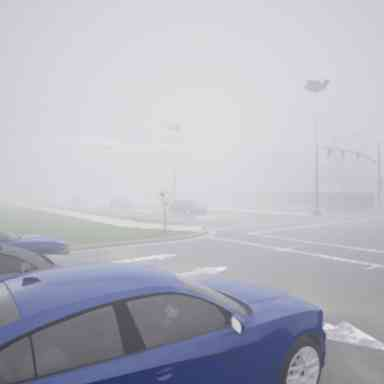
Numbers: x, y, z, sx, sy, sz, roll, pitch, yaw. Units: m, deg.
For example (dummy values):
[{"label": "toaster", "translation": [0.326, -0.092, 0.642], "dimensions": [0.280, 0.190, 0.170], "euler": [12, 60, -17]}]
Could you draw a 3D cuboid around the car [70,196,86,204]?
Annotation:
[{"label": "car", "translation": [-20.995, 1.468, 60.941], "dimensions": [2.128, 1.511, 4.902], "euler": [0, 0, -36]}]

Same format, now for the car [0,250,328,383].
[{"label": "car", "translation": [-0.679, 1.476, 3.278], "dimensions": [5.008, 1.535, 1.882], "euler": [0, 0, -35]}]

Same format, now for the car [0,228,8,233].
[{"label": "car", "translation": [-5.669, 1.477, 8.323], "dimensions": [5.008, 1.535, 1.882], "euler": [0, 0, -35]}]

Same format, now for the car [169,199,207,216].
[{"label": "car", "translation": [-0.460, 1.476, 32.655], "dimensions": [1.837, 1.490, 4.892], "euler": [0, 1, -36]}]

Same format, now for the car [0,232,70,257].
[{"label": "car", "translation": [-3.399, 1.563, 5.643], "dimensions": [4.181, 1.385, 1.994], "euler": [0, 0, -35]}]

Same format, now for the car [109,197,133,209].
[{"label": "car", "translation": [-9.685, 1.467, 45.229], "dimensions": [2.128, 1.511, 4.902], "euler": [0, 0, -36]}]
